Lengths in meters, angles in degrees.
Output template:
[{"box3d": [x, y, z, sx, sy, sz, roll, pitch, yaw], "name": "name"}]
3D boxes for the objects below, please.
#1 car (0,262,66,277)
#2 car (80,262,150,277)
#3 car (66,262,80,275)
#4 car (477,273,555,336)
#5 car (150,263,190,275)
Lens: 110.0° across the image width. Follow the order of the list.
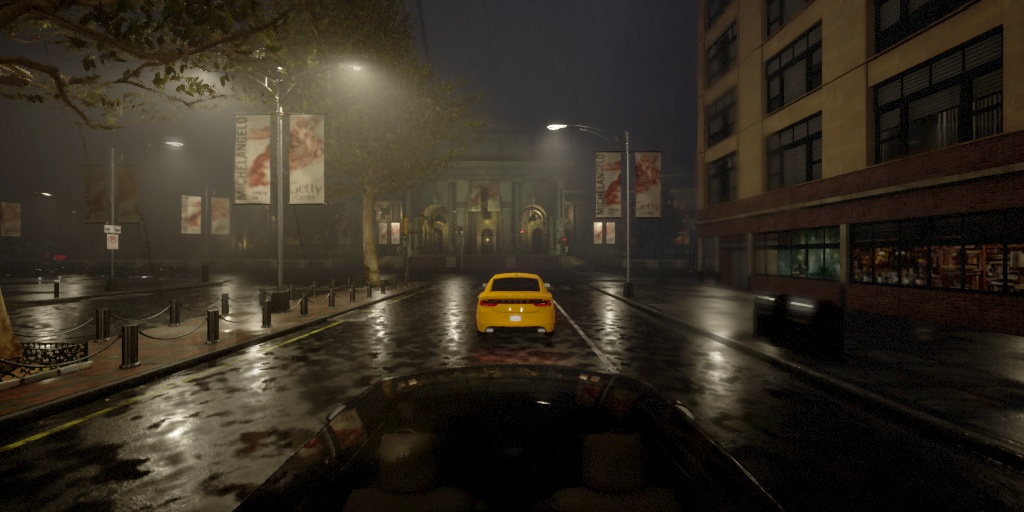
[{"box3d": [-47.076, 1.276, 34.880, 4.674, 1.442, 1.812, 0, 0, 0], "name": "car"}, {"box3d": [-38.507, 1.314, 34.841, 4.181, 1.385, 1.994, 0, 0, 0], "name": "car"}, {"box3d": [-47.003, 1.297, 38.394, 5.357, 1.411, 2.033, 0, 0, 0], "name": "car"}, {"box3d": [0.120, 1.228, 10.391, 1.882, 1.535, 5.008, 0, 0, 1], "name": "car"}, {"box3d": [-37.398, 1.351, 38.338, 4.718, 1.301, 1.895, 0, 0, 1], "name": "car"}]
